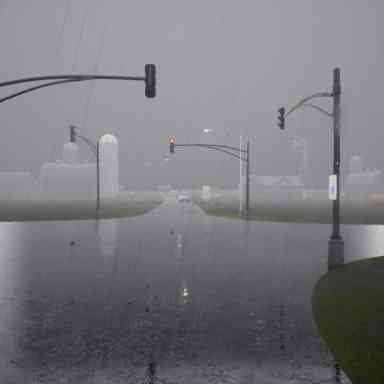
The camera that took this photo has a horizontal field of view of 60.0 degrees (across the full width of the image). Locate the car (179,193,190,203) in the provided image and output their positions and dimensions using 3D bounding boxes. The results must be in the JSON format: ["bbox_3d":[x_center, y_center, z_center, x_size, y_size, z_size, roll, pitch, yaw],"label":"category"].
[{"bbox_3d":[-1.498,1.557,69.868,1.812,1.442,4.674,0,0,-3],"label":"car"}]

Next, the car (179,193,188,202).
[{"bbox_3d":[-2.080,1.193,79.902,2.150,2.045,5.566,0,0,-4],"label":"car"}]
